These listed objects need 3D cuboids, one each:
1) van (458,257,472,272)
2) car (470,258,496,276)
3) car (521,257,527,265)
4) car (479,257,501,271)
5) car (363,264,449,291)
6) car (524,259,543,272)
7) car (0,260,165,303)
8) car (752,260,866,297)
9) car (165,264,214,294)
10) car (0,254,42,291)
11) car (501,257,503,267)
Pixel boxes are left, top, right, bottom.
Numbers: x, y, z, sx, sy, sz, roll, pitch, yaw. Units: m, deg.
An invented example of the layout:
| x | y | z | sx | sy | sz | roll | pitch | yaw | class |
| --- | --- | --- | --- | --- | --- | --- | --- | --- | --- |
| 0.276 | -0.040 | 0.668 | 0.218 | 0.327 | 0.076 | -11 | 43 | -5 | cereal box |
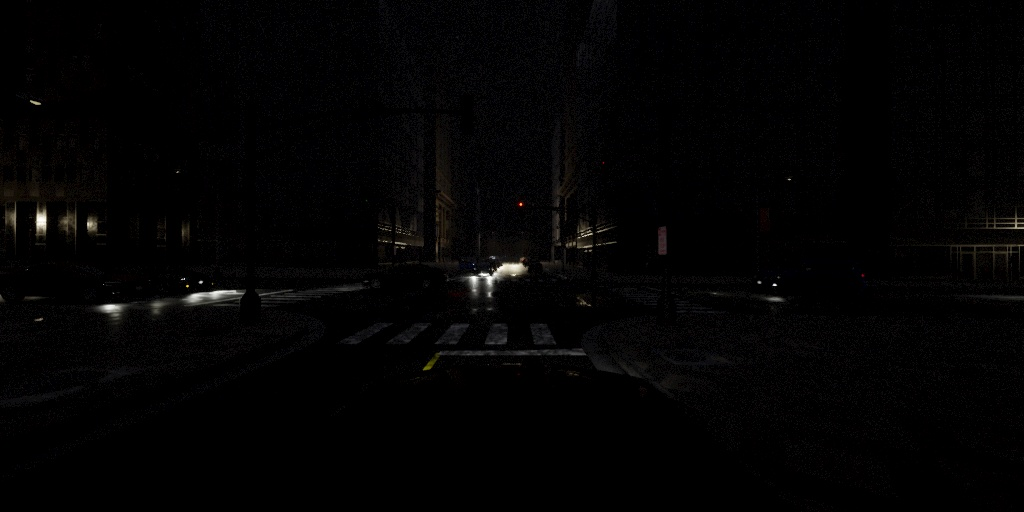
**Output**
| x | y | z | sx | sy | sz | roll | pitch | yaw | class |
| --- | --- | --- | --- | --- | --- | --- | --- | --- | --- |
| -5.646 | 1.058 | 45.118 | 1.690 | 1.789 | 3.998 | 0 | 0 | 0 | van |
| -2.930 | 1.252 | 37.204 | 1.812 | 1.442 | 4.674 | 0 | 0 | 0 | car |
| 2.988 | 1.270 | 62.013 | 1.802 | 1.307 | 4.207 | 0 | 0 | 0 | car |
| -2.875 | 1.207 | 46.321 | 2.128 | 1.511 | 4.902 | 0 | 0 | 0 | car |
| -6.212 | 1.222 | 21.172 | 4.892 | 1.490 | 1.837 | 1 | 0 | 0 | car |
| 2.880 | 1.283 | 45.065 | 1.948 | 1.339 | 4.313 | 0 | 0 | 0 | car |
| -17.610 | 0.994 | 14.538 | 5.008 | 1.535 | 1.882 | 1 | 0 | 0 | car |
| 17.315 | 1.225 | 21.041 | 5.566 | 2.045 | 2.150 | 1 | 0 | 1 | car |
| -17.419 | 1.094 | 17.786 | 4.181 | 1.385 | 1.994 | 1 | 0 | 0 | car |
| -27.029 | 0.760 | 17.843 | 4.553 | 1.767 | 2.097 | 1 | 0 | 0 | car |
| -2.796 | 1.225 | 56.221 | 1.812 | 1.442 | 4.674 | 0 | 0 | 0 | car |
